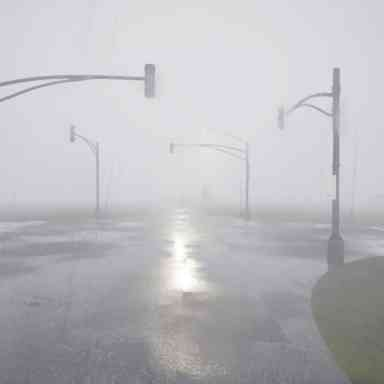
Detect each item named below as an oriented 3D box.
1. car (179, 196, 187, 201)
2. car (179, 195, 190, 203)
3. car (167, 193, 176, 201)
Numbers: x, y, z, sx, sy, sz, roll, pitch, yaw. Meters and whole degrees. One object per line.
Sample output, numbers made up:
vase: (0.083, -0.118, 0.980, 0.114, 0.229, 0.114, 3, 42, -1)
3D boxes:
car: (-2.183, 1.558, 79.898, 1.895, 1.301, 4.718, 0, 0, -4)
car: (-1.586, 1.383, 69.824, 2.097, 1.767, 4.553, 0, 0, -3)
car: (-4.570, 1.013, 73.918, 2.097, 1.767, 4.553, 0, 0, -3)
